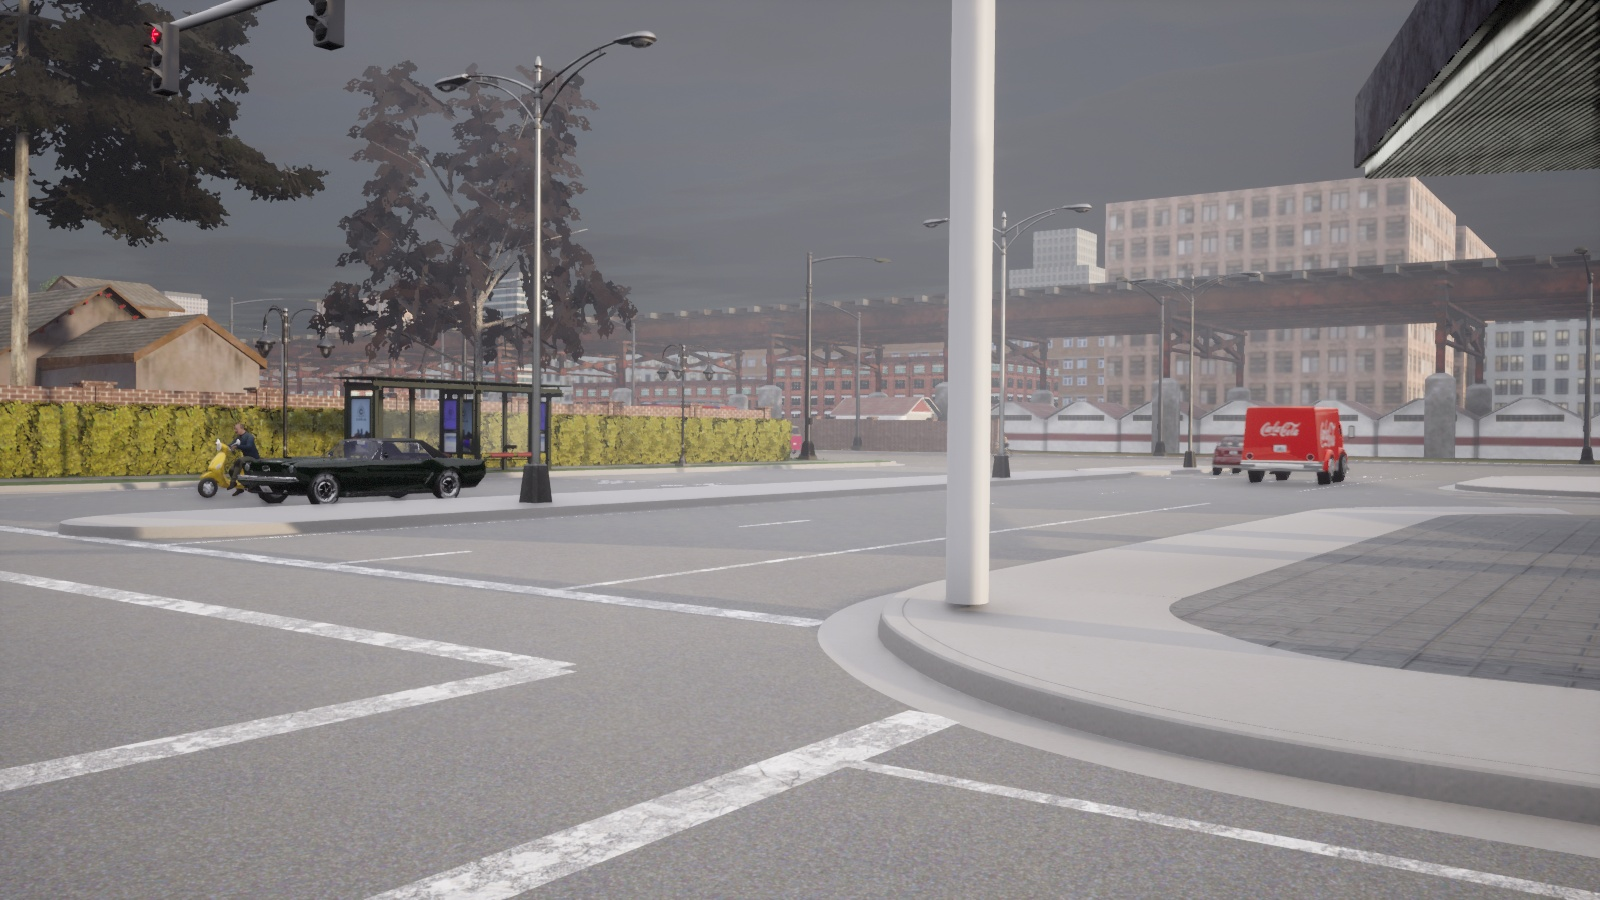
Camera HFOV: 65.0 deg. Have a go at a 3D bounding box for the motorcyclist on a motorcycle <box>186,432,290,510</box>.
[{"bbox_3d":[-11.985,0.427,26.842,0.866,1.590,1.817,0,1,35],"label":"motorcyclist on a motorcycle"}]

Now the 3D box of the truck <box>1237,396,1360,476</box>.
[{"bbox_3d":[16.476,-0.469,41.325,2.627,2.467,5.204,0,1,35],"label":"truck"}]

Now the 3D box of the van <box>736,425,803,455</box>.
[{"bbox_3d":[-2.104,-0.684,86.121,4.442,1.987,1.775,0,1,35],"label":"van"}]

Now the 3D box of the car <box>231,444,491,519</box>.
[{"bbox_3d":[-8.724,0.564,25.371,1.895,1.301,4.718,0,1,35],"label":"car"}]

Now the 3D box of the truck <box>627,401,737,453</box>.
[{"bbox_3d":[-8.971,-1.753,95.229,8.468,3.827,2.891,1,1,35],"label":"truck"}]

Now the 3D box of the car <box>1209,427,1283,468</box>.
[{"bbox_3d":[17.285,-0.113,48.586,1.789,1.549,3.705,0,1,35],"label":"car"}]
